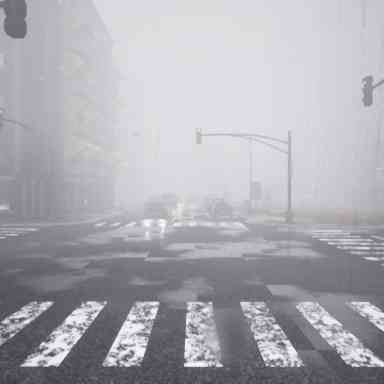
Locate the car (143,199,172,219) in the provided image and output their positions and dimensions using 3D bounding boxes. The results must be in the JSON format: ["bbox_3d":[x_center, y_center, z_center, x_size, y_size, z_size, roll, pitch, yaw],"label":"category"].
[{"bbox_3d":[-3.042,1.539,28.668,1.994,1.385,4.181,0,0,-1],"label":"car"}]

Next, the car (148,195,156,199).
[{"bbox_3d":[-5.661,1.514,46.863,1.947,1.339,4.313,-1,0,0],"label":"car"}]

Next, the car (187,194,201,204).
[{"bbox_3d":[0.153,1.471,60.352,2.033,1.411,5.357,0,0,0],"label":"car"}]

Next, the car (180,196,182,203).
[{"bbox_3d":[-2.952,1.394,64.324,1.882,1.535,5.008,0,0,0],"label":"car"}]

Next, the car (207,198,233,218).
[{"bbox_3d":[2.672,1.518,29.951,1.887,1.381,4.507,-1,0,0],"label":"car"}]

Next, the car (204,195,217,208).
[{"bbox_3d":[2.676,1.405,35.597,1.967,1.590,4.097,-1,0,0],"label":"car"}]

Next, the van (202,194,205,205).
[{"bbox_3d":[2.684,1.289,46.888,1.690,1.788,3.998,-1,0,0],"label":"van"}]

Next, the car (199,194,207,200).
[{"bbox_3d":[2.755,1.302,86.409,1.967,1.590,4.097,-1,0,0],"label":"car"}]

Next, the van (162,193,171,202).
[{"bbox_3d":[-5.640,1.232,75.094,1.690,1.788,3.998,-1,0,0],"label":"van"}]

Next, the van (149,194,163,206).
[{"bbox_3d":[-5.659,1.280,52.508,1.690,1.788,3.998,-1,0,0],"label":"van"}]

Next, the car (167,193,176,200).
[{"bbox_3d":[-5.625,1.161,92.032,2.192,1.841,5.009,-1,0,0],"label":"car"}]

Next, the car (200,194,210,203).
[{"bbox_3d":[2.710,1.344,69.472,1.967,1.590,4.097,-1,0,0],"label":"car"}]

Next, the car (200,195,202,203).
[{"bbox_3d":[2.691,1.483,52.535,1.887,1.381,4.507,-1,0,0],"label":"car"}]

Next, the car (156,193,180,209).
[{"bbox_3d":[-3.057,1.165,43.705,2.150,2.045,5.566,0,1,0],"label":"car"}]

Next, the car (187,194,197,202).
[{"bbox_3d":[0.089,1.255,70.979,2.097,1.767,4.553,0,0,0],"label":"car"}]
